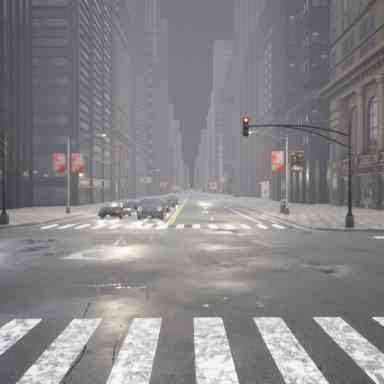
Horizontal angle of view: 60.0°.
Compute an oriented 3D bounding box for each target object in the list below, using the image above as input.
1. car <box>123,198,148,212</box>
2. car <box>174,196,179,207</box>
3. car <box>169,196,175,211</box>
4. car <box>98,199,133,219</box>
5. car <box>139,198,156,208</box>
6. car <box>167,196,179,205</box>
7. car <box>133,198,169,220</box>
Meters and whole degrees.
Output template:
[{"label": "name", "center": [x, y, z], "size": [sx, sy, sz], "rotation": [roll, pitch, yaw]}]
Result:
[{"label": "car", "center": [-6.584, 1.521, 39.446], "size": [2.033, 1.411, 5.357], "rotation": [0, 0, 0]}, {"label": "car", "center": [-3.339, 1.529, 47.464], "size": [1.994, 1.385, 4.181], "rotation": [0, 0, 0]}, {"label": "car", "center": [-3.336, 1.523, 37.565], "size": [2.033, 1.411, 5.357], "rotation": [0, 0, 0]}, {"label": "car", "center": [-6.563, 1.531, 29.348], "size": [2.033, 1.411, 5.357], "rotation": [0, 0, 4]}, {"label": "car", "center": [-6.585, 1.563, 49.532], "size": [1.895, 1.301, 4.718], "rotation": [0, 0, 0]}, {"label": "car", "center": [-3.297, 1.454, 57.838], "size": [1.837, 1.490, 4.892], "rotation": [0, 0, 0]}, {"label": "car", "center": [-3.338, 1.336, 28.091], "size": [2.097, 1.767, 4.553], "rotation": [0, 0, 0]}]
